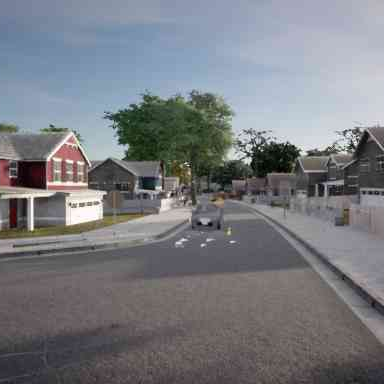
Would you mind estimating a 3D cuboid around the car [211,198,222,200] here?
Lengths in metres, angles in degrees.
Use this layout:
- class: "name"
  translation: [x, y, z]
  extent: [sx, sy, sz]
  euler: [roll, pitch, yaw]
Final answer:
- class: "car"
  translation: [3.378, 1.562, 45.753]
  extent: [1.882, 1.535, 5.008]
  euler: [0, 0, 4]

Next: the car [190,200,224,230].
- class: "car"
  translation: [1.039, 1.513, 21.508]
  extent: [2.128, 1.511, 4.902]
  euler: [0, 0, 7]
